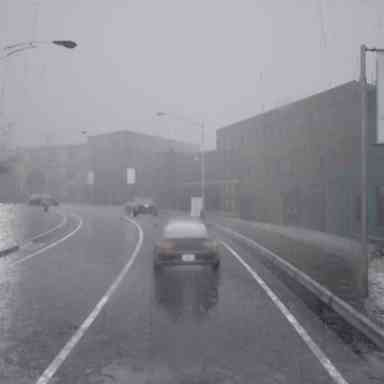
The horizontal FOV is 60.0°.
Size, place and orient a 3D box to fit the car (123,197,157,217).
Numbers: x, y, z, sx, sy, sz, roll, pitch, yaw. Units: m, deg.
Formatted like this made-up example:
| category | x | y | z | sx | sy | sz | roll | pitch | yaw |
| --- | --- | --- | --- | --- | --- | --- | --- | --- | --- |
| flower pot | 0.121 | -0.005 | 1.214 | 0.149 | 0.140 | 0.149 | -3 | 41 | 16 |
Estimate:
| category | x | y | z | sx | sy | sz | roll | pitch | yaw |
| --- | --- | --- | --- | --- | --- | --- | --- | --- | --- |
| car | -4.541 | 1.177 | 28.915 | 2.097 | 1.767 | 4.553 | 0 | 0 | -23 |

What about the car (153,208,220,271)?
| category | x | y | z | sx | sy | sz | roll | pitch | yaw |
| --- | --- | --- | --- | --- | --- | --- | --- | --- | --- |
| car | -0.268 | 1.462 | 10.610 | 1.812 | 1.442 | 4.674 | 0 | 0 | -5 |

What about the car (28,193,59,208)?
| category | x | y | z | sx | sy | sz | roll | pitch | yaw |
| --- | --- | --- | --- | --- | --- | --- | --- | --- | --- |
| car | -18.595 | 0.976 | 41.587 | 4.553 | 1.767 | 2.097 | 1 | 0 | 39 |
